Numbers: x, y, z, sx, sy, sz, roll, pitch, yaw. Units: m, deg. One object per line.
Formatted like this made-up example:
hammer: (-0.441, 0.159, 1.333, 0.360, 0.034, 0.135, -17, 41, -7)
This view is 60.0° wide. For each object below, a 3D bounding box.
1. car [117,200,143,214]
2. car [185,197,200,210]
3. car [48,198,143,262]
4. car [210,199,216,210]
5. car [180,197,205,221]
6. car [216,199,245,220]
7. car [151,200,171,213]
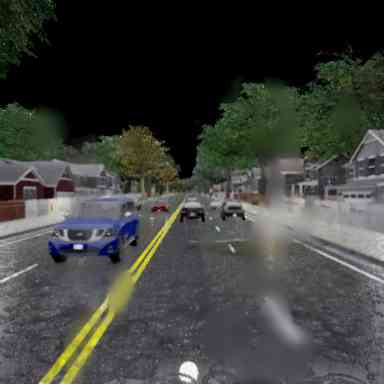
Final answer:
car: (-6.562, 1.570, 35.942, 1.895, 1.301, 4.718, 0, 0, 0)
car: (0.036, 1.441, 43.800, 1.837, 1.490, 4.892, 0, 1, 0)
car: (-3.354, 1.264, 12.617, 2.150, 2.045, 5.566, 0, 0, 0)
car: (3.284, 1.541, 42.307, 1.895, 1.301, 4.718, 0, 0, 0)
car: (0.046, 1.476, 26.845, 1.882, 1.535, 5.008, 0, 0, 0)
car: (3.301, 1.500, 27.943, 1.837, 1.490, 4.892, 0, 1, 0)
car: (-3.312, 1.569, 35.940, 1.895, 1.301, 4.718, 0, 0, 0)
